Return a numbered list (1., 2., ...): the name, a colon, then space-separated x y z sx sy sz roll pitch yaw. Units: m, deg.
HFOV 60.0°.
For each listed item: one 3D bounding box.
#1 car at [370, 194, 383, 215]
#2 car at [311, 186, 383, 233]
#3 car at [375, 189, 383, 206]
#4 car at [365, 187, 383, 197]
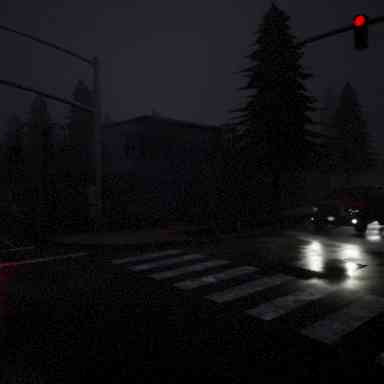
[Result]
1. car: 14.368 0.861 24.184 1.895 1.301 4.718 0 1 35
2. car: 7.969 0.737 16.474 2.150 2.045 5.566 0 2 44
3. car: 19.589 0.491 33.092 2.128 1.511 4.902 0 1 26
4. car: 28.682 0.012 51.433 1.812 1.442 4.674 -1 1 7
